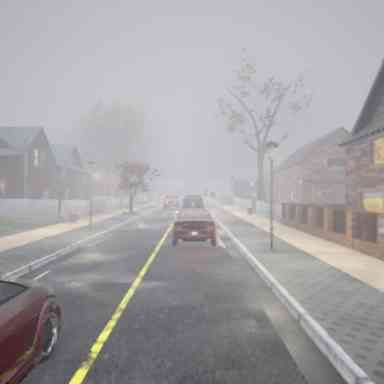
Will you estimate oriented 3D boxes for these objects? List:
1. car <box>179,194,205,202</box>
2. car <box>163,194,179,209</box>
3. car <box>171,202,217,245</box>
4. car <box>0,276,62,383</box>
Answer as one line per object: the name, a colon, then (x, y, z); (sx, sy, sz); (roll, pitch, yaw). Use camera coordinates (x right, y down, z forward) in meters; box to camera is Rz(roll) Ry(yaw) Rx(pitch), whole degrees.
car: (0.095, 1.252, 34.011); (2.150, 2.045, 5.566); (0, 0, 0)
car: (-2.756, 1.269, 45.765); (2.150, 2.045, 5.566); (0, 0, 0)
car: (0.096, 1.488, 15.736); (1.882, 1.535, 5.008); (0, 0, 0)
car: (-2.850, 1.566, 3.075); (1.994, 1.385, 4.181); (0, 0, 0)
